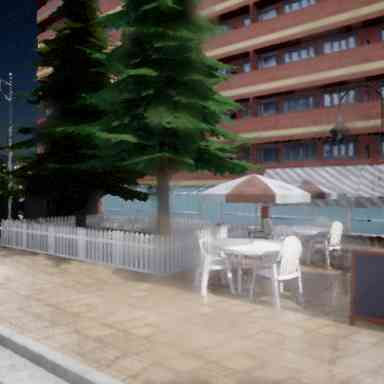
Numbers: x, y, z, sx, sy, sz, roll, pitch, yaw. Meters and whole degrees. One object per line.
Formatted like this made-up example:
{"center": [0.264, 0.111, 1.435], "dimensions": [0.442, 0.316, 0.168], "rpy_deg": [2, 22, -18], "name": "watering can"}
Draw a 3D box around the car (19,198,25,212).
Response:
{"center": [-18.612, 1.465, 37.333], "dimensions": [2.128, 1.511, 4.902], "rpy_deg": [0, 0, 8], "name": "car"}
